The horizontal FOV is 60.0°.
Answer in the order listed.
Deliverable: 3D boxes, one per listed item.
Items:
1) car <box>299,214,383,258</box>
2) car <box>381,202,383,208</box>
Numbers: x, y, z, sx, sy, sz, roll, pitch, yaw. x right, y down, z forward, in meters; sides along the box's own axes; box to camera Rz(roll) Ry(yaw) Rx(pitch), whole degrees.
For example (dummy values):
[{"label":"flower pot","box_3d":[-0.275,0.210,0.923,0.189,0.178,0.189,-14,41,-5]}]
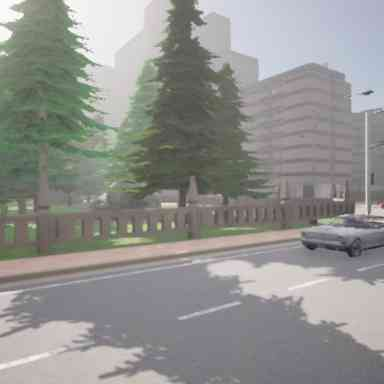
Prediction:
[{"label":"car","box_3d":[6.226,1.548,12.692,4.718,1.301,1.895,0,0,-35]},{"label":"car","box_3d":[22.513,1.053,33.917,2.150,2.045,5.566,0,-1,-36]}]
